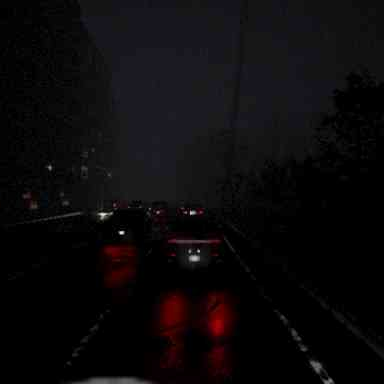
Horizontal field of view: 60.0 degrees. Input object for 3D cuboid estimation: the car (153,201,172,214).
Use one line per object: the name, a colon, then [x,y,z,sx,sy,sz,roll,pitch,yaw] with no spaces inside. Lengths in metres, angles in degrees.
car: [-3.142,1.651,33.484,1.837,1.490,4.892,0,0,0]

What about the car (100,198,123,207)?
car: [-9.871,1.534,41.162,2.097,1.767,4.553,0,0,0]

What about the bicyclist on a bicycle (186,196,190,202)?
bicyclist on a bicycle: [-1.017,1.811,87.056,0.866,1.612,1.509,0,0,-4]

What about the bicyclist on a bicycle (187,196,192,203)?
bicyclist on a bicycle: [-0.398,1.707,78.000,0.659,1.776,1.843,0,0,-4]

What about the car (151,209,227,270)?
car: [0.079,1.540,11.182,2.128,1.511,4.902,0,0,0]

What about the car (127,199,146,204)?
car: [-6.614,1.681,40.147,1.837,1.490,4.892,0,0,0]

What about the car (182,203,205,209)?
car: [0.101,1.671,28.480,2.033,1.411,5.357,0,0,0]

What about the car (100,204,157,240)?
car: [-3.149,1.578,17.333,1.837,1.490,4.892,0,0,0]
